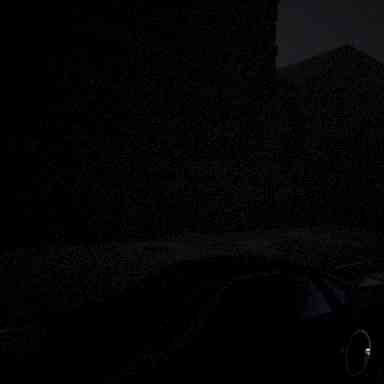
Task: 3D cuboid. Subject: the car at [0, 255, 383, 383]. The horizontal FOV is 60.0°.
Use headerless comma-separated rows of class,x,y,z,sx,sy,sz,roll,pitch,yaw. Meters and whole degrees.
car,0.378,1.550,3.955,5.357,1.411,2.033,0,0,-33
